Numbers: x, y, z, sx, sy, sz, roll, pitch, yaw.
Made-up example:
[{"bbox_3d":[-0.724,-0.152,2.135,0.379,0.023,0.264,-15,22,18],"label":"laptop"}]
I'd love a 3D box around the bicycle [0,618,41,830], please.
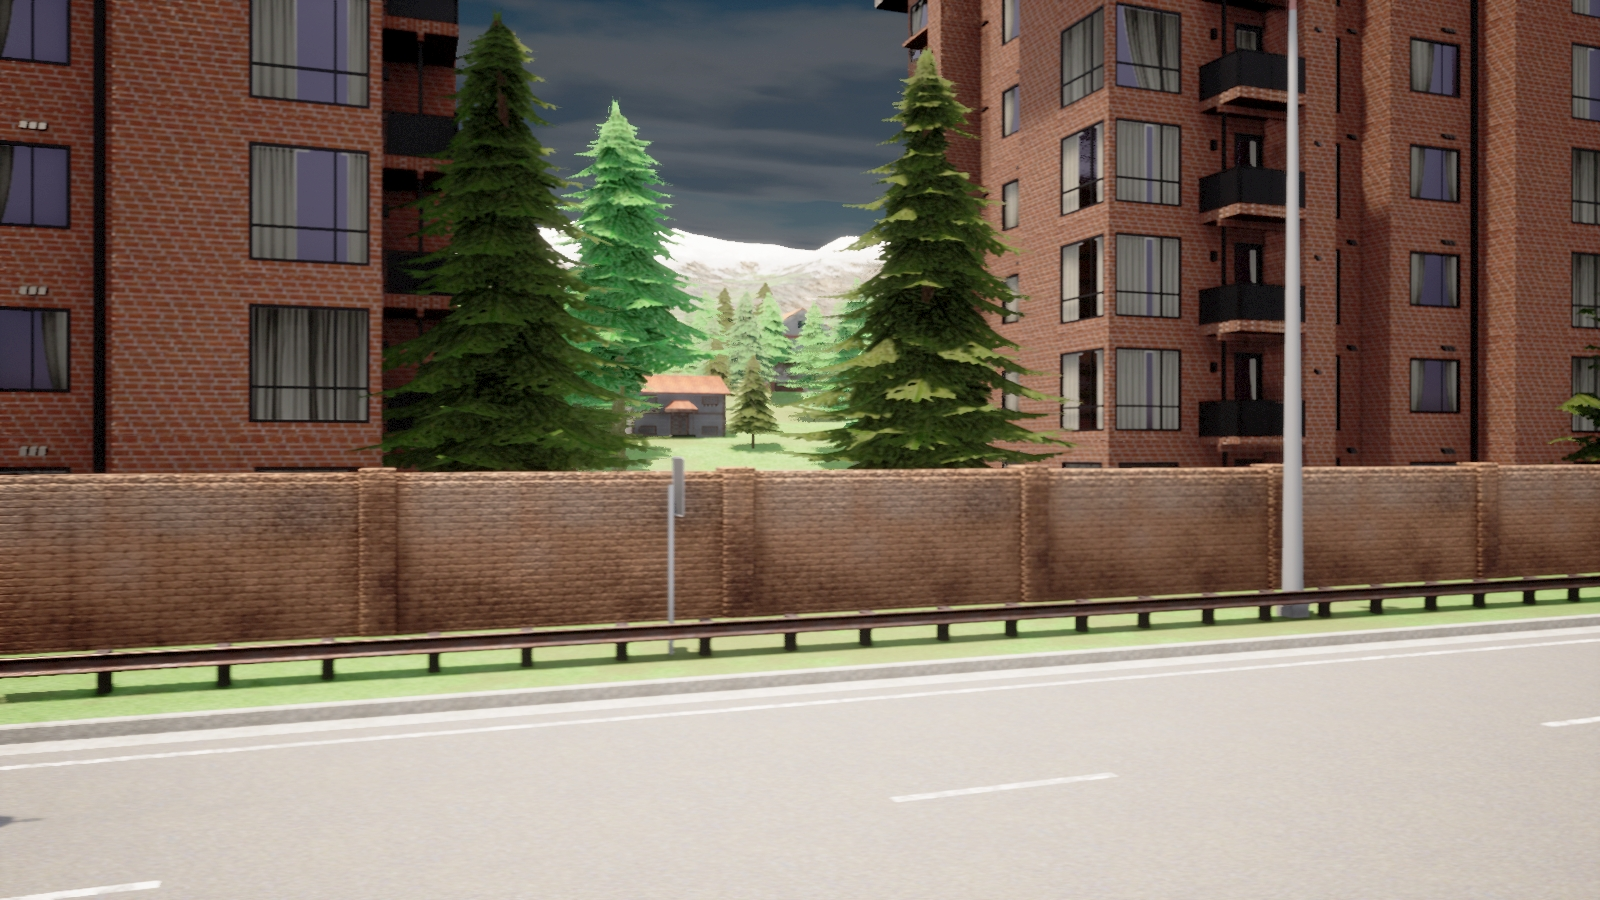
[{"bbox_3d":[-6.580,2.055,8.381,1.643,1.496,0.373,0,0,-20],"label":"bicycle"}]
